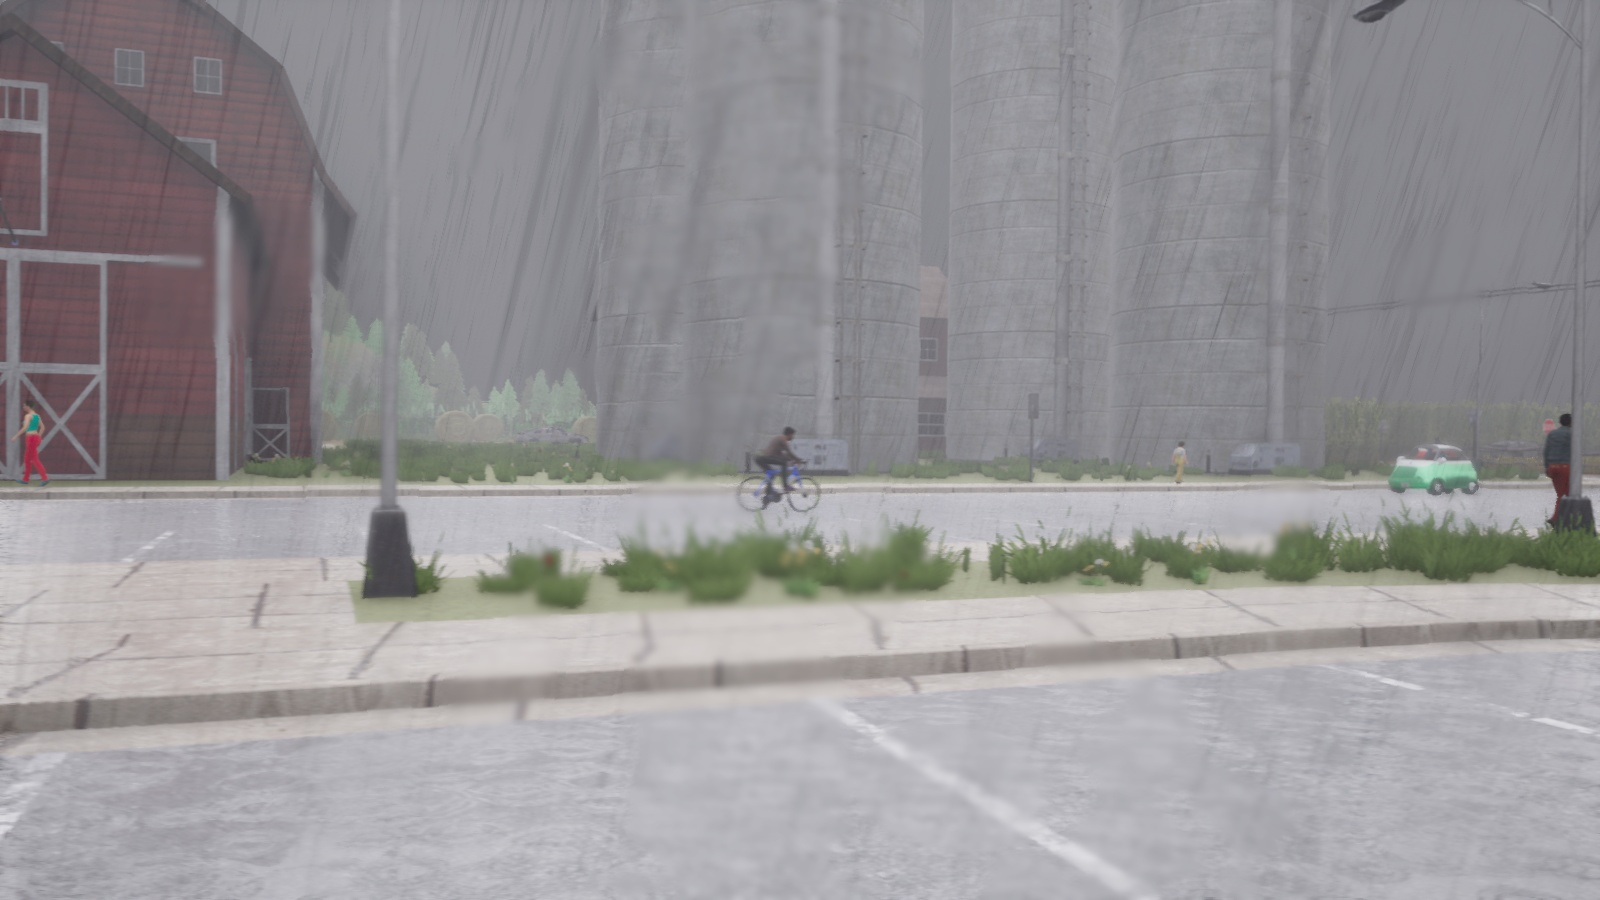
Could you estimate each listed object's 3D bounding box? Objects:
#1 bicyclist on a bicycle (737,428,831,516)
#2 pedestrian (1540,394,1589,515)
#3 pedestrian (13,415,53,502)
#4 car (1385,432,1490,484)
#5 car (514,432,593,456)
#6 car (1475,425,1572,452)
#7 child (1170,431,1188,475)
[{"bbox_3d":[-0.295,0.396,23.563,1.656,1.620,0.582,0,1,-22],"label":"bicyclist on a bicycle"},{"bbox_3d":[11.821,0.062,19.415,0.614,1.847,0.353,-1,1,-23],"label":"pedestrian"},{"bbox_3d":[-16.280,0.179,26.663,0.594,1.836,0.345,-1,1,-5],"label":"pedestrian"},{"bbox_3d":[17.455,0.187,34.399,2.207,1.376,1.481,0,1,-22],"label":"car"},{"bbox_3d":[-16.616,-0.428,84.778,4.902,1.511,2.128,-1,1,-22],"label":"car"},{"bbox_3d":[40.909,-0.662,71.007,4.902,1.511,2.128,-1,1,-21],"label":"car"},{"bbox_3d":[10.966,0.092,36.306,0.437,1.263,0.270,-1,1,-32],"label":"child"}]
